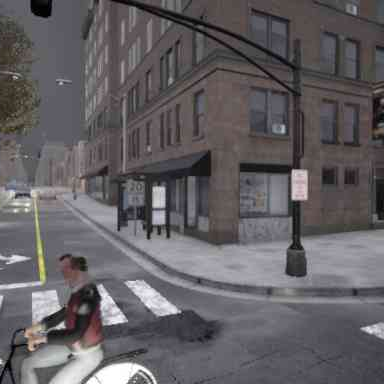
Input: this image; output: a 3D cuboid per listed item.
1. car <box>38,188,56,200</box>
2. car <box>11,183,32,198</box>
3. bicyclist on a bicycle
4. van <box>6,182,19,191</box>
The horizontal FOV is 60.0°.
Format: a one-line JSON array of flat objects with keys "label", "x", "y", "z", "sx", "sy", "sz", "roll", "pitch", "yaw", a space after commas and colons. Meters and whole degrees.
[{"label": "car", "x": -18.518, "y": 0.153, "z": 42.576, "sx": 1.812, "sy": 1.442, "sz": 4.674, "roll": 0, "pitch": 3, "yaw": -25}, {"label": "car", "x": -22.271, "y": 0.000, "z": 43.942, "sx": 2.033, "sy": 1.411, "sz": 5.357, "roll": 0, "pitch": 3, "yaw": -26}, {"label": "bicyclist on a bicycle", "x": -1.167, "y": 1.388, "z": 2.703, "sx": 1.843, "sy": 1.776, "sz": 0.659, "roll": 1, "pitch": 0, "yaw": -26}, {"label": "van", "x": -34.838, "y": -1.029, "z": 64.102, "sx": 1.690, "sy": 1.788, "sz": 3.998, "roll": 2, "pitch": 1, "yaw": -26}]
